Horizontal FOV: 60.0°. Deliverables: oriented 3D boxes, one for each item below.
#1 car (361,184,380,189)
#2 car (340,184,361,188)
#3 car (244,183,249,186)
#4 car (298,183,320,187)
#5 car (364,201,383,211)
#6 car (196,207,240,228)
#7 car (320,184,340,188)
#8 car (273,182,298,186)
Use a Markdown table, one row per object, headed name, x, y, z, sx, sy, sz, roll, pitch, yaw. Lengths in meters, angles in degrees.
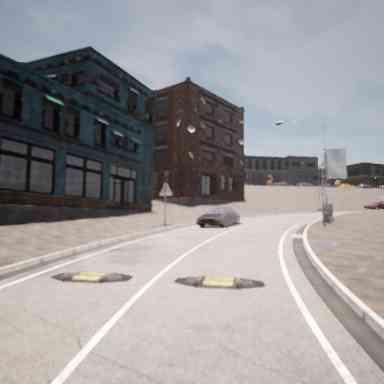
| name | x | y | z | sx | sy | sz | roll | pitch | yaw |
| --- | --- | --- | --- | --- | --- | --- | --- | --- | --- |
| car | 43.302 | -1.152 | 82.800 | 4.553 | 1.767 | 2.185 | 2 | -5 | -13 |
| car | 37.914 | -1.177 | 81.577 | 5.008 | 1.535 | 2.097 | 1 | -5 | -11 |
| car | 10.769 | -1.833 | 76.887 | 4.553 | 1.767 | 2.185 | 1 | -5 | -9 |
| car | 27.019 | -1.442 | 79.489 | 4.892 | 1.521 | 2.231 | 1 | -5 | -9 |
| car | 29.973 | 2.217 | 53.864 | 5.008 | 1.535 | 1.882 | 0 | -5 | -28 |
| car | 2.080 | 1.840 | 24.685 | 2.033 | 1.411 | 5.357 | -2 | -1 | 24 |
| car | 32.477 | -1.277 | 80.471 | 4.674 | 1.452 | 2.002 | 1 | -5 | -10 |
| car | 21.571 | -1.540 | 78.608 | 4.892 | 1.521 | 2.231 | 1 | -5 | -9 |
